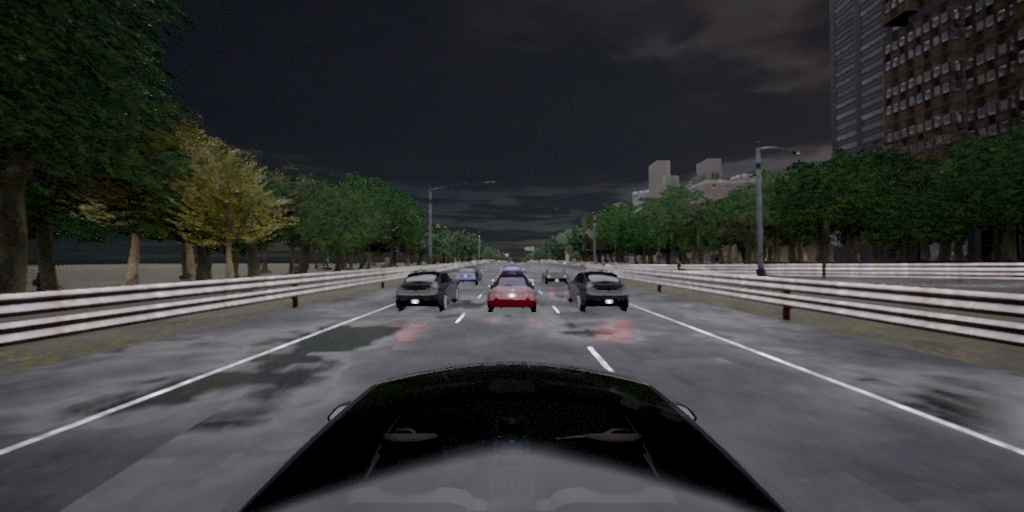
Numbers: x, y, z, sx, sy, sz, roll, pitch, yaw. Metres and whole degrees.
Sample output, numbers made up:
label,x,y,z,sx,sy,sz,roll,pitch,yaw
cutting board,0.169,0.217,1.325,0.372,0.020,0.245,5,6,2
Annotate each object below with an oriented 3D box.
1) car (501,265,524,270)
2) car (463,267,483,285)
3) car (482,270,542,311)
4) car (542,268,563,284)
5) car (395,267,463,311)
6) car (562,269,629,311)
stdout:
label,x,y,z,sx,sy,sz,roll,pitch,yaw
car,0.034,1.529,31.103,1.882,1.535,5.008,0,0,0
car,-3.482,1.583,29.384,2.033,1.411,5.357,0,-1,0
car,0.022,1.458,15.311,1.994,1.385,4.181,0,-1,1
car,3.526,1.644,30.103,1.895,1.301,4.718,0,-1,0
car,-3.476,1.401,15.358,1.837,1.490,4.892,0,0,0
car,3.524,1.402,15.353,1.837,1.490,4.892,0,0,0
